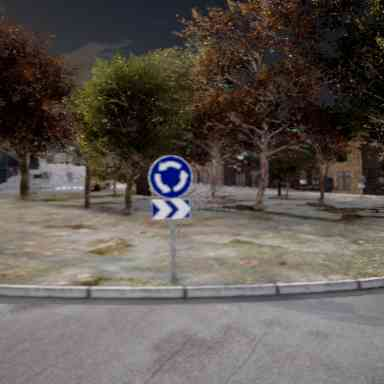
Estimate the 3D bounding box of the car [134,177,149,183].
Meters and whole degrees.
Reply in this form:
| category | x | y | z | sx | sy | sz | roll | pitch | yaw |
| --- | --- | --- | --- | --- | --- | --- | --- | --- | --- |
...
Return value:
| category | x | y | z | sx | sy | sz | roll | pitch | yaw |
| --- | --- | --- | --- | --- | --- | --- | --- | --- | --- |
| car | -11.763 | -2.878 | 78.110 | 4.892 | 1.521 | 2.231 | -4 | 8 | -43 |
